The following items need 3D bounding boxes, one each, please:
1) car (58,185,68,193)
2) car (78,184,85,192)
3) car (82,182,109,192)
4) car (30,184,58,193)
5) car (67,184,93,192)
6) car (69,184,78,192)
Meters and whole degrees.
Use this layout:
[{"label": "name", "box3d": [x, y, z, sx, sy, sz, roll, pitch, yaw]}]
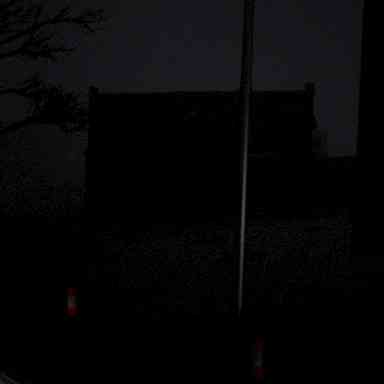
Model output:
[{"label": "car", "box3d": [-26.997, -0.691, 64.280, 5.008, 1.535, 2.097, 3, 2, 20]}, {"label": "car", "box3d": [-25.101, -0.937, 69.453, 4.553, 1.767, 2.185, 3, 2, 20]}, {"label": "car", "box3d": [-22.366, -1.265, 77.258, 5.566, 2.045, 2.435, 3, 2, 20]}, {"label": "car", "box3d": [-27.888, -0.758, 61.663, 4.553, 1.767, 2.185, 3, 2, 20]}, {"label": "car", "box3d": [-24.210, -0.876, 72.070, 4.892, 1.521, 2.231, 3, 2, 20]}, {"label": "car", "box3d": [-26.062, -0.712, 66.873, 4.674, 1.452, 2.002, 3, 2, 20]}]
